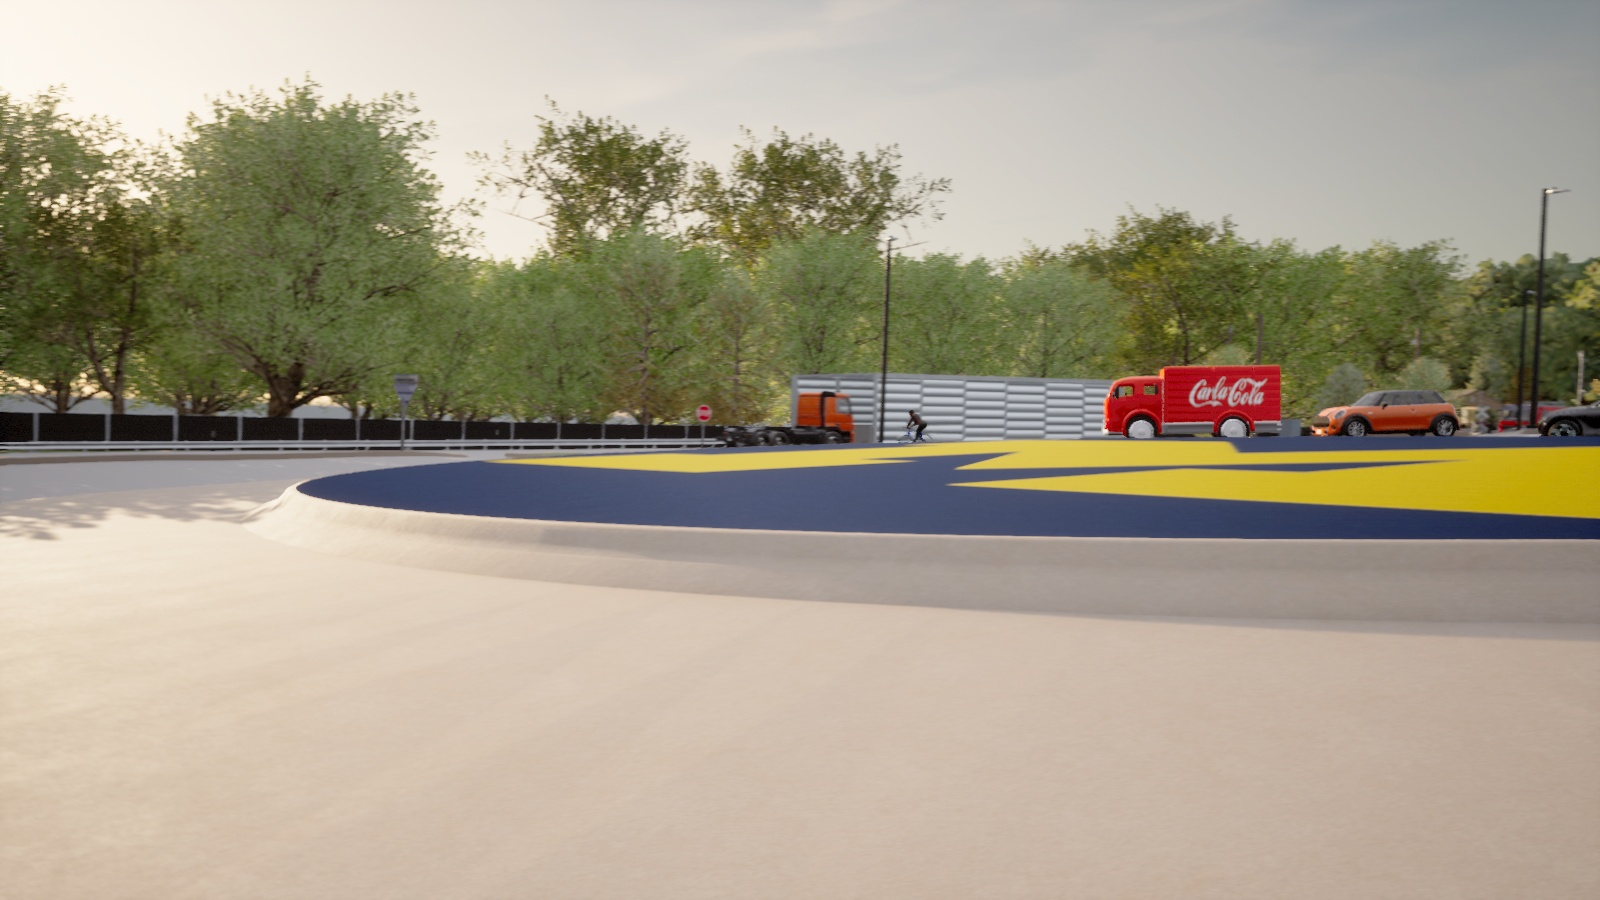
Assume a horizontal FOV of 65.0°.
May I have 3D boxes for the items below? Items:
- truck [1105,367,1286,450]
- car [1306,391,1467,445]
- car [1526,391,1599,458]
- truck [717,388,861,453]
[{"bbox_3d":[12.190,-1.246,39.152,5.204,2.467,2.627,0,0,13],"label":"truck"},{"bbox_3d":[20.180,-1.095,43.336,4.553,1.767,2.097,-1,2,-1],"label":"car"},{"bbox_3d":[21.273,-0.625,31.529,2.033,1.649,4.856,2,0,-31],"label":"car"},{"bbox_3d":[-0.539,-1.656,70.697,7.936,3.462,2.891,0,3,-39],"label":"truck"}]
